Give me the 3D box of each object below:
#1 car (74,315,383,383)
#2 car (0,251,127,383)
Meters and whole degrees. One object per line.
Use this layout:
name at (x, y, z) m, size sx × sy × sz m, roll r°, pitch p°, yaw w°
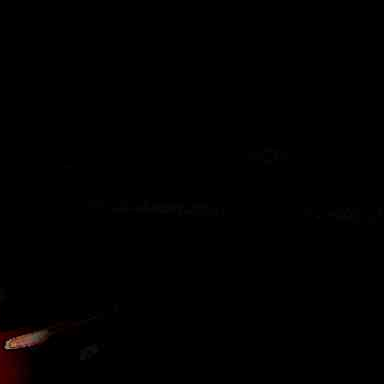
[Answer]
car at (1.616, 1.566, 1.569) m, size 4.313 × 1.339 × 1.947 m, roll 0°, pitch 0°, yaw 36°
car at (-2.897, 1.547, 4.792) m, size 4.507 × 1.381 × 1.887 m, roll 0°, pitch 0°, yaw 36°
